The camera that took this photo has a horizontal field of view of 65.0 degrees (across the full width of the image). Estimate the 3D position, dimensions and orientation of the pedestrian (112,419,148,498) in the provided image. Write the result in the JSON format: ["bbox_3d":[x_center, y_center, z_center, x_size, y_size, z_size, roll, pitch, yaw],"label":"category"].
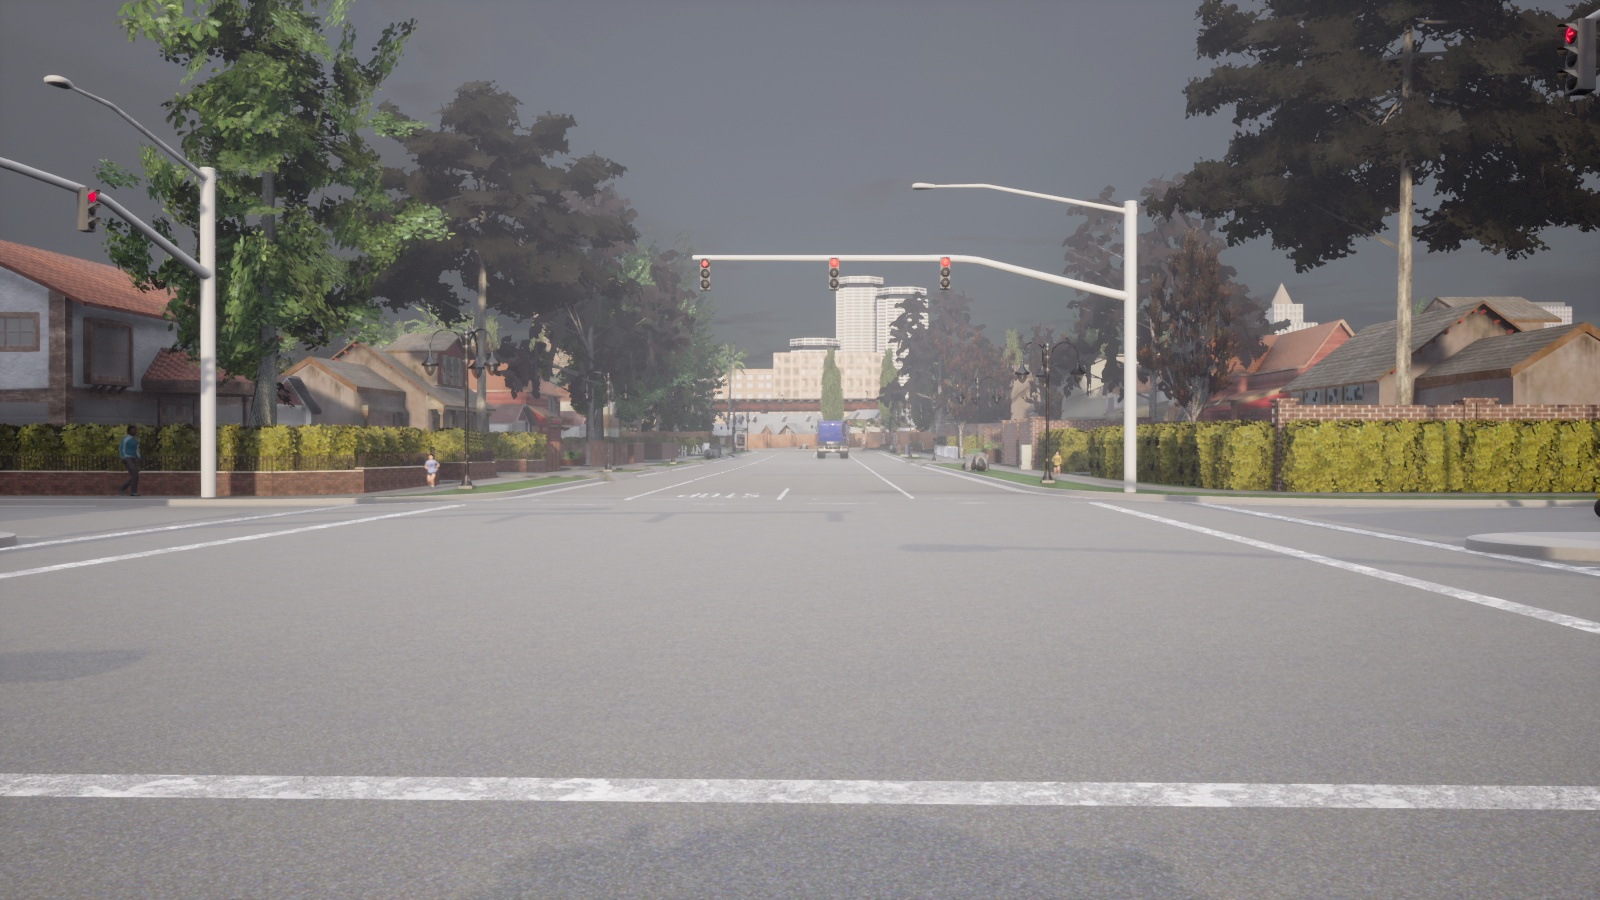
[{"bbox_3d":[-16.611,0.206,31.150,0.692,1.930,0.396,0,0,5],"label":"pedestrian"}]

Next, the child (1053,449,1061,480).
[{"bbox_3d":[9.543,0.536,46.637,0.255,1.110,0.394,0,0,3],"label":"child"}]

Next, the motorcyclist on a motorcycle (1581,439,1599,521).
[{"bbox_3d":[16.364,0.575,24.398,1.817,1.590,0.866,0,0,1],"label":"motorcyclist on a motorcycle"}]

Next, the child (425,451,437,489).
[{"bbox_3d":[-10.743,0.577,36.571,0.255,1.110,0.394,0,0,0],"label":"child"}]
